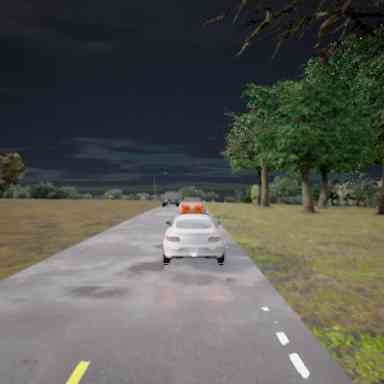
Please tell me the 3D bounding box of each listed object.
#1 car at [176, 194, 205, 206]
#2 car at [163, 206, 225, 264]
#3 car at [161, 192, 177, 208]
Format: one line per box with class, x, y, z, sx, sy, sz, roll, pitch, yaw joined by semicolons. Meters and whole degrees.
car;0.031;1.144;27.898;2.097;1.767;4.553;0;0;0
car;0.055;1.417;11.246;1.812;1.442;4.674;0;0;0
car;-2.874;1.041;45.315;2.150;2.045;5.566;0;-1;0
